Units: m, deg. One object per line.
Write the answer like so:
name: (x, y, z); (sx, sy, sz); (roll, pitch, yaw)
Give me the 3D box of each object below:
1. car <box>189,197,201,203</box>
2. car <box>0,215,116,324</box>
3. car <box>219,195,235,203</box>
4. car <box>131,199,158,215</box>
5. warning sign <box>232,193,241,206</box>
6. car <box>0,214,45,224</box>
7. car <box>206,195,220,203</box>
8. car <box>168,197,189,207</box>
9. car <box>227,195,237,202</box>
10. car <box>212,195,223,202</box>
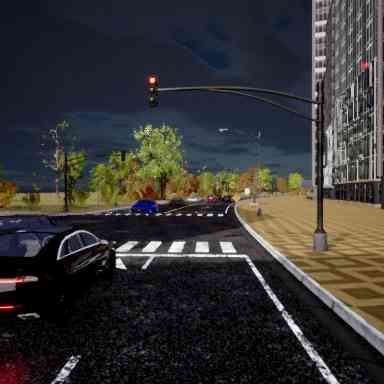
car: (0.479, 1.610, 68.854); (1.895, 1.301, 4.718); (0, 0, 11)
car: (-2.993, 1.491, 7.121); (2.128, 1.511, 4.902); (0, 0, 1)
car: (7.488, 1.493, 70.118); (1.882, 1.535, 5.008); (0, 0, 12)
car: (-4.748, 1.476, 34.005); (1.882, 1.535, 5.008); (0, 0, 6)
warning sign: (6.460, 1.122, 48.222); (1.300, 1.860, 1.060); (0, 0, 8)
car: (-6.293, 1.546, 12.165); (2.033, 1.411, 5.357); (0, 0, 2)
car: (4.370, 1.366, 71.171); (2.097, 1.767, 4.553); (0, 0, 12)
car: (-2.359, 1.550, 52.846); (2.033, 1.411, 5.357); (0, 0, 9)
car: (9.621, 1.498, 80.376); (1.882, 1.535, 5.008); (0, 0, 14)
car: (6.327, 1.495, 80.564); (1.882, 1.535, 5.008); (0, 0, 14)
